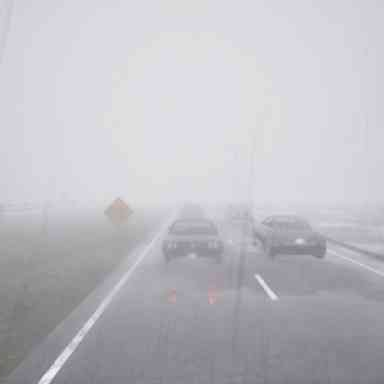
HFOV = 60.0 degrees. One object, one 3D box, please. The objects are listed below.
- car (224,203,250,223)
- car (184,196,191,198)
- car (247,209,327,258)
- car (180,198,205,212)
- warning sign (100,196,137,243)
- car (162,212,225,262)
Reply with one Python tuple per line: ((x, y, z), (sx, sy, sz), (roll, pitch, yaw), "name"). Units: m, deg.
((3.530, 1.574, 25.595), (2.033, 1.411, 5.357), (0, 0, 0), "car")
((-1.223, 1.639, 83.886), (1.812, 1.442, 4.674), (0, 0, 0), "car")
((3.548, 1.578, 12.861), (1.994, 1.385, 4.181), (0, 0, 0), "car")
((0.047, 1.521, 27.715), (2.128, 1.511, 4.902), (0, 0, 1), "car")
((-3.045, 1.130, 13.879), (1.300, 1.860, 1.060), (0, 0, 0), "warning sign")
((0.040, 1.614, 12.123), (1.895, 1.301, 4.718), (0, 0, 0), "car")
